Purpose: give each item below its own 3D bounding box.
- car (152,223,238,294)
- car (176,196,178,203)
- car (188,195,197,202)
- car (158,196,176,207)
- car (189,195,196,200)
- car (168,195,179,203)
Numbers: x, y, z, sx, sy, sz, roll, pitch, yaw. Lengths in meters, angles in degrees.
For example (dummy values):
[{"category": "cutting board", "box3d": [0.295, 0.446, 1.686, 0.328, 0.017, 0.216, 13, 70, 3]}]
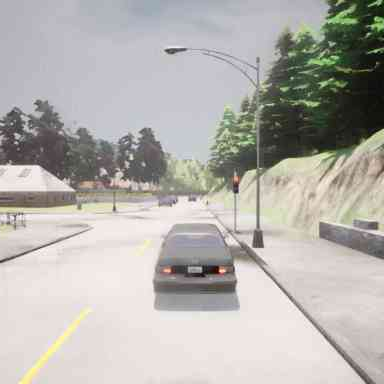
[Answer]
[{"category": "car", "box3d": [0.071, 1.547, 8.931, 2.033, 1.411, 5.357, 0, 0, 0]}, {"category": "car", "box3d": [-3.980, 1.478, 61.056, 1.882, 1.535, 5.008, 0, 0, 1]}, {"category": "car", "box3d": [0.106, 1.516, 75.684, 2.128, 1.511, 4.902, 0, 0, 0]}, {"category": "car", "box3d": [-4.024, 1.564, 51.053, 1.994, 1.385, 4.181, 0, 0, 0]}, {"category": "car", "box3d": [0.120, 1.408, 86.044, 1.812, 1.442, 4.674, 0, 0, 0]}, {"category": "car", "box3d": [-3.900, 1.525, 71.148, 2.128, 1.511, 4.902, 0, 0, 0]}]
